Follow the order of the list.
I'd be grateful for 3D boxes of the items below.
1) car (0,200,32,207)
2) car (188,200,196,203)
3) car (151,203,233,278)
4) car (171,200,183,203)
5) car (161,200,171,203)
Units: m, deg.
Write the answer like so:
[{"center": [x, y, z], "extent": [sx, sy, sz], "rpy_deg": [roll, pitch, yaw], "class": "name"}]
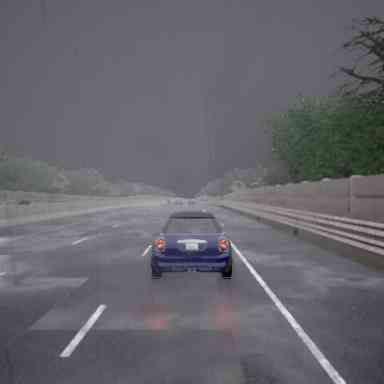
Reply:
[{"center": [-17.524, 1.569, 32.792], "extent": [2.097, 1.767, 4.553], "rpy_deg": [0, -1, 0], "class": "car"}, {"center": [-0.026, 2.834, 85.755], "extent": [1.812, 1.442, 4.674], "rpy_deg": [0, -2, 0], "class": "car"}, {"center": [-0.003, 1.375, 10.332], "extent": [2.097, 1.767, 4.553], "rpy_deg": [0, 0, 0], "class": "car"}, {"center": [-3.526, 2.817, 85.338], "extent": [2.128, 1.511, 4.902], "rpy_deg": [0, -2, 0], "class": "car"}, {"center": [-7.026, 2.833, 85.753], "extent": [1.812, 1.442, 4.674], "rpy_deg": [0, -2, 0], "class": "car"}]
